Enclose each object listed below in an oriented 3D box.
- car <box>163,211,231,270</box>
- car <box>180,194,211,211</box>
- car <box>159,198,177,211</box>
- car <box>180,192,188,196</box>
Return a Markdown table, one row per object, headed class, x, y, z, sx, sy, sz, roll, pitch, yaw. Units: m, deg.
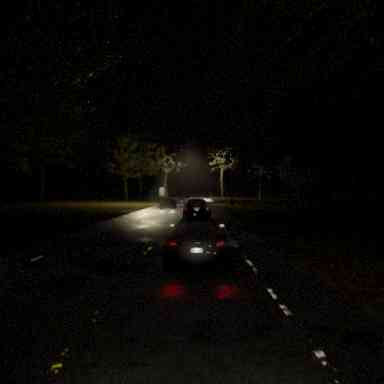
| class | x | y | z | sx | sy | sz | roll | pitch | yaw |
| --- | --- | --- | --- | --- | --- | --- | --- | --- | --- |
| car | 0.153 | 1.543 | 10.995 | 1.994 | 1.385 | 4.181 | 0 | 0 | 1 |
| car | 0.397 | 1.307 | 26.345 | 2.097 | 1.767 | 4.553 | 0 | 0 | 1 |
| car | -2.911 | 1.487 | 40.995 | 2.033 | 1.411 | 5.357 | 0 | 0 | 2 |
| car | -1.801 | 0.957 | 82.145 | 2.150 | 2.045 | 5.566 | 0 | 0 | -1 |
